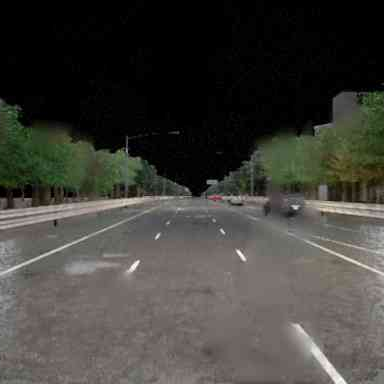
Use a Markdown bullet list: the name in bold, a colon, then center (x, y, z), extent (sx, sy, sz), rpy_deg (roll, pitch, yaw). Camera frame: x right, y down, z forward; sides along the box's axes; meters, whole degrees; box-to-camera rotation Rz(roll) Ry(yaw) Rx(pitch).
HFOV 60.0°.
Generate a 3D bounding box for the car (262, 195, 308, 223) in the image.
- **car**: center (7.192, 1.236, 26.100), extent (2.150, 2.045, 5.566), rpy_deg (0, 0, -3)

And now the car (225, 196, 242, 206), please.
- **car**: center (7.035, 1.599, 54.445), extent (1.994, 1.385, 4.181), rpy_deg (0, 0, 0)

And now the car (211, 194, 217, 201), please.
- **car**: center (7.211, 1.553, 93.081), extent (2.150, 2.045, 5.566), rpy_deg (0, -1, 0)

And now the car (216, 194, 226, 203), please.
- **car**: center (7.099, 1.652, 73.069), extent (2.128, 1.511, 4.902), rpy_deg (0, 0, 0)
